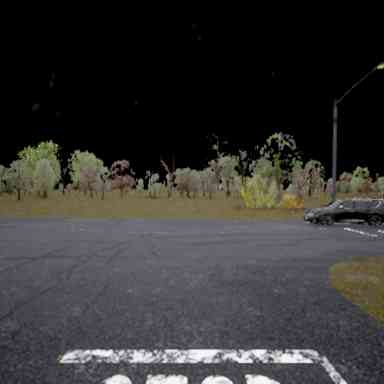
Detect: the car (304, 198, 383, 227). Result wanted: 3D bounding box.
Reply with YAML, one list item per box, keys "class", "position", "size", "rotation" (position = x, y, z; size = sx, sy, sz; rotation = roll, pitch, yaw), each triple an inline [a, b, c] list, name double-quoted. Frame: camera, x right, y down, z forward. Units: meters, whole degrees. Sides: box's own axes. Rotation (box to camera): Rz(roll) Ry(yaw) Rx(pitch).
- class: "car"
  position: [10.851, 1.467, 23.453]
  size: [5.566, 2.045, 2.150]
  rotation: [0, 1, 0]
